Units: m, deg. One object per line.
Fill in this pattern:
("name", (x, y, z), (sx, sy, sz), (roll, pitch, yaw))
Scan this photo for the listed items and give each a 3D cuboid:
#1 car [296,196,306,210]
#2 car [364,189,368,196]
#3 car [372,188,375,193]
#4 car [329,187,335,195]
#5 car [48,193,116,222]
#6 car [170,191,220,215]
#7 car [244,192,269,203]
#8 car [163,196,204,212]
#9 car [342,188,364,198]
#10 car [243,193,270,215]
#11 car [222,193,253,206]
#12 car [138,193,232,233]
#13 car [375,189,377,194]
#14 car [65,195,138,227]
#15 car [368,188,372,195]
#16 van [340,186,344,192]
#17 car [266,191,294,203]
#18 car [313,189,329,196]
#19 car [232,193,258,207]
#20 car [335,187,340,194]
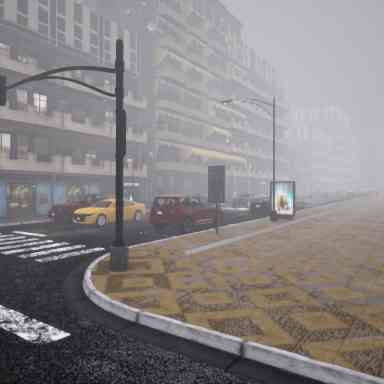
("car", (9.353, 0.965, 31.376), (1.947, 1.339, 4.313), (1, 2, 35))
("car", (31.578, 0.098, 63.213), (1.967, 1.590, 4.097), (1, 2, 35))
("car", (37.928, -0.012, 72.314), (1.887, 1.381, 4.507), (1, 2, 35))
("car", (31.012, -0.027, 77.048), (1.887, 1.381, 4.507), (2, 2, 35))
("car", (-7.076, 1.010, 22.469), (2.192, 1.841, 5.009), (1, 2, 35))
("car", (0.339, 0.878, 28.601), (2.097, 1.767, 4.553), (0, 1, 35))
("car", (8.792, 0.754, 45.214), (1.802, 1.307, 4.206), (2, 2, 35))
("car", (-0.730, 1.069, 31.572), (1.802, 1.307, 4.206), (2, 2, 35))
("car", (28.403, 0.308, 58.668), (1.887, 1.381, 4.507), (1, 2, 35))
("car", (6.178, 1.069, 26.827), (1.947, 1.339, 4.313), (1, 2, 35))
("car", (5.619, 0.828, 40.667), (2.008, 1.369, 4.403), (2, 2, 35))
("car", (-0.170, 1.026, 17.724), (2.192, 1.841, 5.009), (1, 2, 35))
("car", (44.277, -0.221, 81.411), (2.008, 1.369, 4.403), (1, 2, 35))
("car", (-5.045, 1.180, 20.880), (1.882, 1.535, 5.008), (0, 1, 34))
("car", (34.753, 0.095, 67.765), (1.887, 1.381, 4.507), (1, 2, 35))
("van", (37.362, -0.446, 86.137), (1.690, 1.788, 3.998), (2, 2, 35))
("car", (12.084, 0.631, 45.338), (2.128, 1.511, 4.902), (0, 1, 35))
("car", (27.838, -0.025, 72.497), (1.967, 1.590, 4.097), (2, 2, 35))
("car", (6.080, 0.842, 36.812), (1.837, 1.490, 4.892), (0, 1, 35))
("car", (34.187, -0.240, 81.593), (1.967, 1.590, 4.097), (2, 2, 35))
